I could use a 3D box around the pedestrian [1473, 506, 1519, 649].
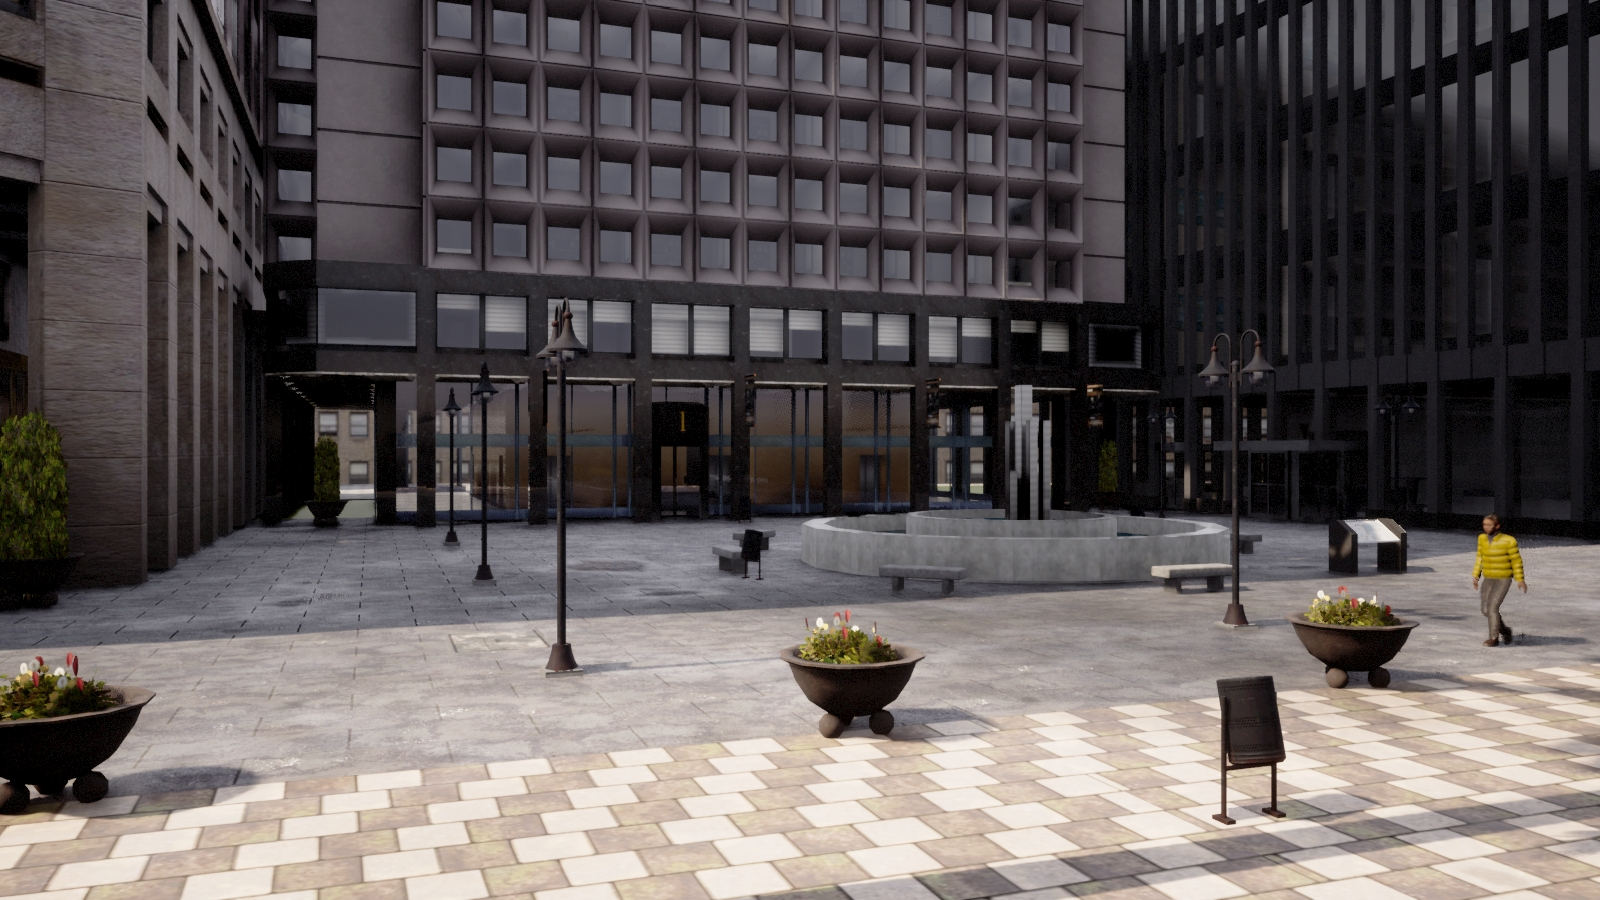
[{"bbox_3d":[9.370,1.702,15.377,0.375,1.860,0.375,0,0,-20],"label":"pedestrian"}]
